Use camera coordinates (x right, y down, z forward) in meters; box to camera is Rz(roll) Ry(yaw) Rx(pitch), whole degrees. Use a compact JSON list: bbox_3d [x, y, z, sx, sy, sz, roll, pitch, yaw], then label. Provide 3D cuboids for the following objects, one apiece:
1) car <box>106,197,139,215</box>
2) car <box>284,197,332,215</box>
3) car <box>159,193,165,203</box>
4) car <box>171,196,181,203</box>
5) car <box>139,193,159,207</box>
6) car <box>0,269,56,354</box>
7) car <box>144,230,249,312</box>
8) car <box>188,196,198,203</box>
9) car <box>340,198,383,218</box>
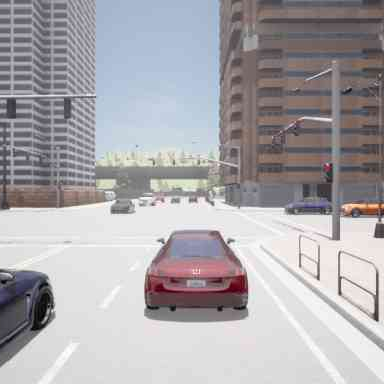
[{"bbox_3d":[-7.040,1.505,34.073,1.837,1.490,4.892,0,0,0],"label":"car"},{"bbox_3d":[11.601,1.352,33.240,4.553,1.767,2.097,0,0,2],"label":"car"},{"bbox_3d":[-6.877,1.222,69.025,2.150,2.045,5.566,0,0,0],"label":"car"},{"bbox_3d":[-3.279,1.547,67.748,2.033,1.411,5.357,0,0,0],"label":"car"},{"bbox_3d":[-7.000,1.219,52.401,2.150,2.045,5.566,0,0,0],"label":"car"},{"bbox_3d":[-3.432,1.564,4.247,1.994,1.385,4.181,0,0,1],"label":"car"},{"bbox_3d":[0.094,1.564,7.815,1.994,1.385,4.181,0,0,1],"label":"car"},{"bbox_3d":[0.204,1.499,70.491,2.128,1.511,4.902,0,0,0],"label":"car"},{"bbox_3d":[15.571,1.352,29.652,4.553,1.767,2.097,0,0,1],"label":"car"}]
